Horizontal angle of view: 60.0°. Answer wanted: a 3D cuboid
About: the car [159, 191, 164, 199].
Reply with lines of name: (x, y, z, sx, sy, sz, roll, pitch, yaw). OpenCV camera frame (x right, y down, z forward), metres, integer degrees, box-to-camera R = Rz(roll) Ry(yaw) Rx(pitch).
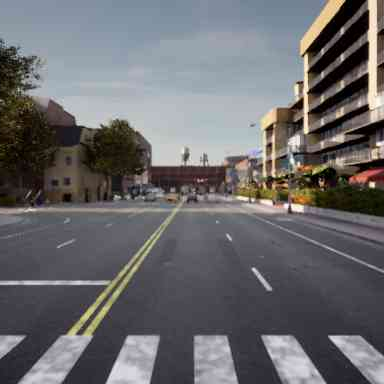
car: (-7.004, 1.001, 73.721, 1.812, 1.442, 4.674, 0, 0, 0)

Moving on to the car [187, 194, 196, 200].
car: (-0.004, 1.080, 72.658, 1.895, 1.301, 4.718, 0, 0, 0)

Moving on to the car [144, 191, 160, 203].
car: (-7.062, 1.100, 57.060, 1.837, 1.490, 4.892, 0, 0, 1)

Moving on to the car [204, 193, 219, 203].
car: (3.574, 1.118, 57.616, 1.812, 1.442, 4.674, 0, 0, 0)

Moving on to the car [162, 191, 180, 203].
car: (-3.562, 1.073, 57.041, 1.882, 1.535, 5.008, 0, 0, 1)

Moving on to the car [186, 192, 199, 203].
car: (0.079, 1.089, 58.371, 1.837, 1.490, 4.892, 0, 0, 0)
